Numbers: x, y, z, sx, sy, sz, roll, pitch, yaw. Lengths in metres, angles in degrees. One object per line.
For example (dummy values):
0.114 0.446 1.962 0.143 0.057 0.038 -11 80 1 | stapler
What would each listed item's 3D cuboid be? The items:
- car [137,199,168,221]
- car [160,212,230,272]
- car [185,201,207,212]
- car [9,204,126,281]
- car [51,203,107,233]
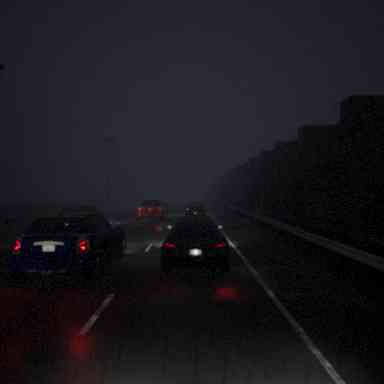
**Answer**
-3.219 1.378 27.853 2.097 1.767 4.553 0 0 1 | car
0.099 1.575 10.869 1.994 1.385 4.181 0 0 0 | car
0.339 1.554 30.063 1.812 1.442 4.674 0 0 1 | car
-3.402 1.361 10.023 2.097 1.767 4.553 0 0 0 | car
-6.846 1.525 20.784 1.837 1.490 4.892 0 0 1 | car
